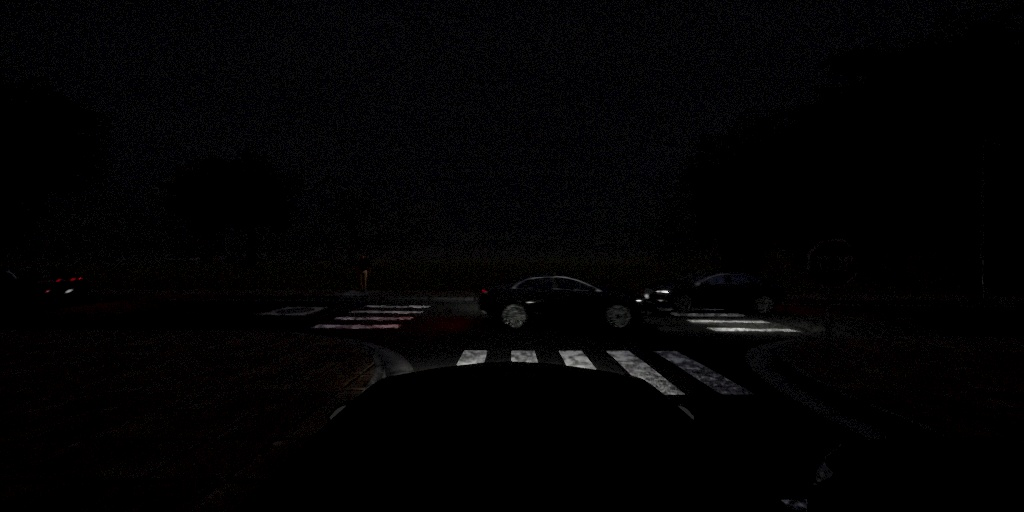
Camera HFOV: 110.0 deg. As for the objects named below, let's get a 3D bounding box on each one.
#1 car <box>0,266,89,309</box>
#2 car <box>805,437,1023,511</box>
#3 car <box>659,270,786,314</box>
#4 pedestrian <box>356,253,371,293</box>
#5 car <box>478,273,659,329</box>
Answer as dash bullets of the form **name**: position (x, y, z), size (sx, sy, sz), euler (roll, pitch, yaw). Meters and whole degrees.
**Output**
- **car**: position (-19.280, 1.124, 13.639), size (4.902, 1.511, 2.128), euler (0, 1, 0)
- **car**: position (2.639, 1.301, 0.391), size (2.007, 1.370, 4.403), euler (0, 0, 0)
- **car**: position (7.607, 1.295, 13.683), size (4.902, 1.511, 2.128), euler (1, 1, 0)
- **pedestrian**: position (-6.895, 0.757, 16.561), size (0.375, 1.860, 0.375), euler (0, 1, 0)
- **car**: position (1.458, 1.247, 10.743), size (4.902, 1.511, 2.128), euler (0, 0, 0)
